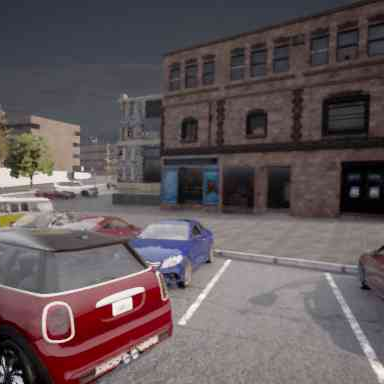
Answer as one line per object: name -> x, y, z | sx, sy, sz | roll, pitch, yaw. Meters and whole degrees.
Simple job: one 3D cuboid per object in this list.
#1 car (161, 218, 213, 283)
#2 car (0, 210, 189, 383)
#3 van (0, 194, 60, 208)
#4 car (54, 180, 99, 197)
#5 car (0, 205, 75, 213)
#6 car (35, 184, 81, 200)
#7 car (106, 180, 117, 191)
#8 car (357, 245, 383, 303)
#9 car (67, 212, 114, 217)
car -> -0.572, 1.511, 9.467 | 2.002, 1.452, 4.674 | 1, -1, 14
car -> -2.542, 1.345, 5.102 | 4.553, 1.767, 2.097 | 0, 0, 35
van -> -8.090, 1.230, 14.452 | 1.878, 1.987, 4.442 | 1, -1, 13
car -> -14.510, -0.411, 41.322 | 5.566, 2.045, 2.435 | 1, 6, 8
car -> -5.555, 1.463, 12.885 | 2.231, 1.521, 4.892 | 1, -1, 14
car -> -15.940, 0.166, 38.693 | 4.674, 1.452, 2.002 | 1, 6, 8
car -> -10.311, -1.020, 49.323 | 4.892, 1.521, 2.231 | 1, 6, 8
car -> 4.366, 1.520, 5.993 | 2.002, 1.452, 4.674 | 0, -1, 15
car -> -3.067, 1.506, 11.177 | 2.002, 1.452, 4.674 | 0, -1, 14
